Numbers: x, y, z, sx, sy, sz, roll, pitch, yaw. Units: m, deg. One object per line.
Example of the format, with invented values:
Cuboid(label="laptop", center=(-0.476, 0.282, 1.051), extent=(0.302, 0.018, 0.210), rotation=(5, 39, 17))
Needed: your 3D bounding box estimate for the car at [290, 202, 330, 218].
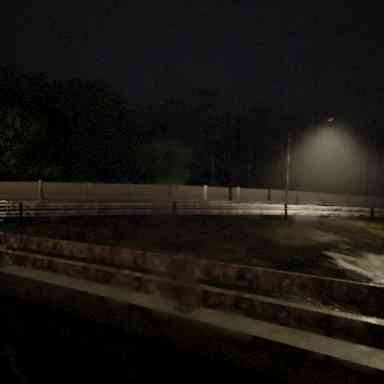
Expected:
Cuboid(label="car", center=(13.122, 1.868, 37.095), extent=(4.553, 1.767, 2.097), rotation=(3, -1, -21))
